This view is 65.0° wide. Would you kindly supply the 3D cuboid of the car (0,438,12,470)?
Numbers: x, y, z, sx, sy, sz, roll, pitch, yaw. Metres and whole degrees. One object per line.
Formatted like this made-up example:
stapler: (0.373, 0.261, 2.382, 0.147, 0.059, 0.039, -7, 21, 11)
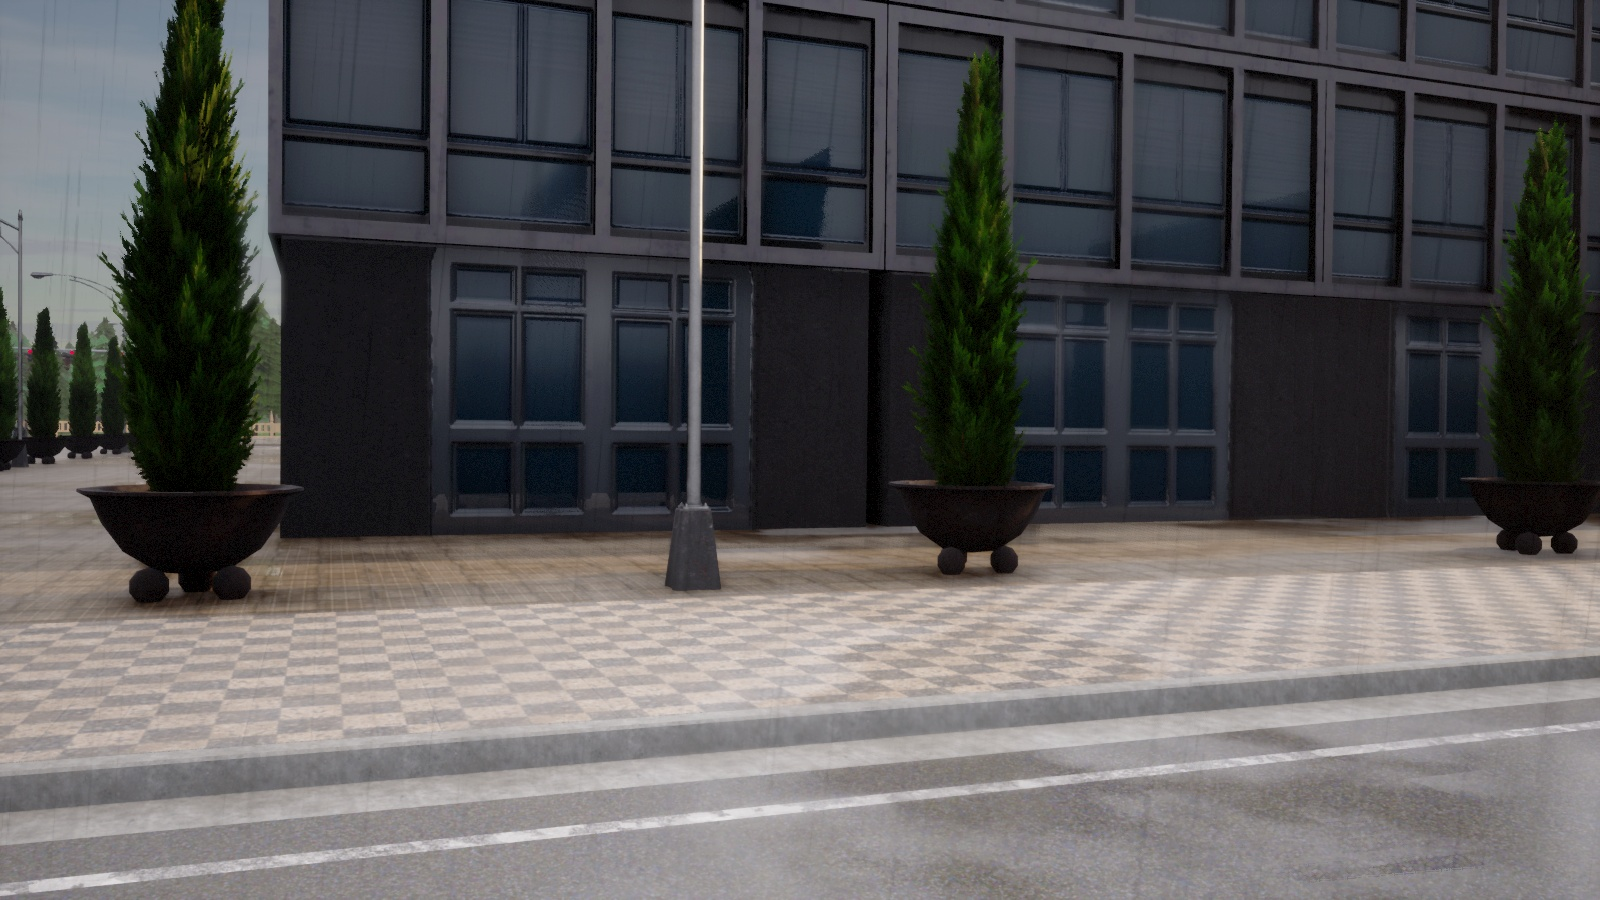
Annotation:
car: (-38.497, 0.209, 58.691, 1.837, 1.490, 4.892, -1, 1, -20)
